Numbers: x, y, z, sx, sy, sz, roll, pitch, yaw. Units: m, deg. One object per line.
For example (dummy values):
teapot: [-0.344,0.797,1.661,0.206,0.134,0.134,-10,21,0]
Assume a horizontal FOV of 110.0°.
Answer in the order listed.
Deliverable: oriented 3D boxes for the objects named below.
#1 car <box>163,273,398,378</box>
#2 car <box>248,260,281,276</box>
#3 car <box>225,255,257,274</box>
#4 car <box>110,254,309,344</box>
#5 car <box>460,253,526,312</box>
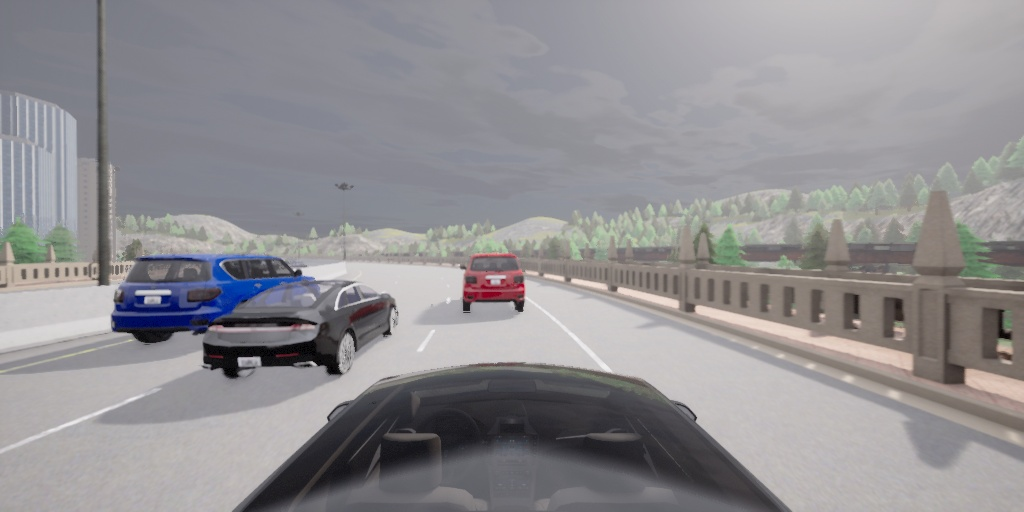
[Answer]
car: [-3.750,1.229,7.345,2.128,1.511,4.902,0,0,-3]
car: [-25.148,1.185,36.622,1.837,1.490,4.892,0,0,-24]
car: [-31.422,0.903,41.768,2.150,2.045,5.566,0,0,-28]
car: [-7.405,0.961,9.835,2.150,2.045,5.566,0,0,-5]
car: [-0.848,0.912,14.125,2.150,2.045,5.566,0,0,-7]
